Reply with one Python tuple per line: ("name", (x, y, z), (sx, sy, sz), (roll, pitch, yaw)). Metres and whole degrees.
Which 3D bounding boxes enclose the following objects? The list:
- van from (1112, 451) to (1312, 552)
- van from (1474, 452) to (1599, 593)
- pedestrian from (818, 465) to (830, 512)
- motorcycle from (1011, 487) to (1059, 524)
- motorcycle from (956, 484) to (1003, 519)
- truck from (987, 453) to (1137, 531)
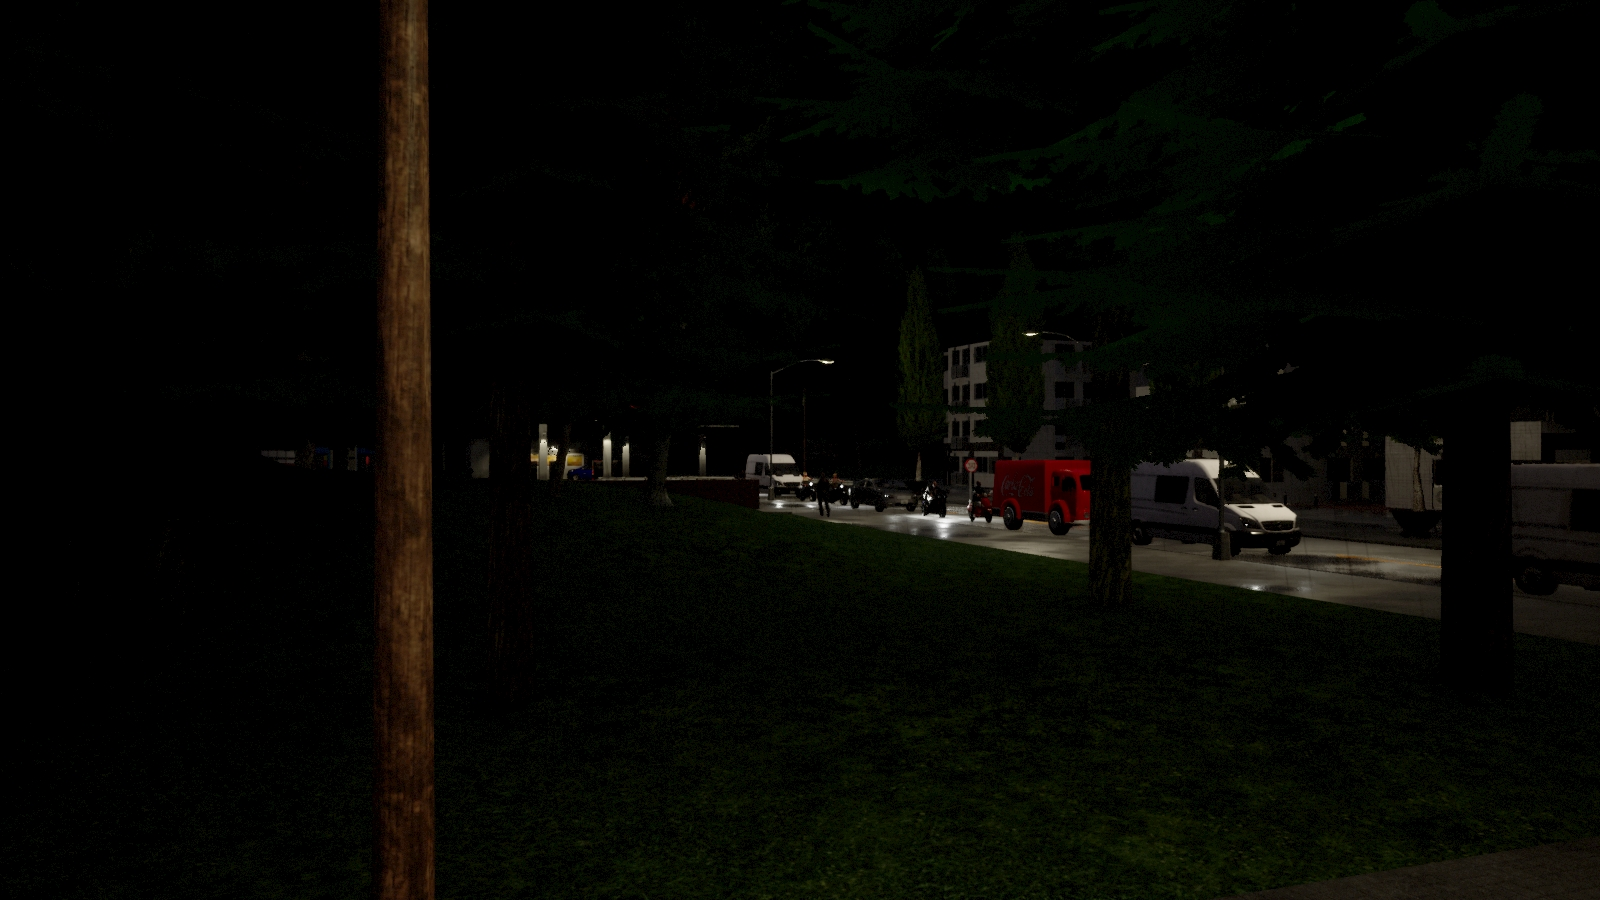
("van", (11.450, 1.324, 32.332), (1.988, 2.561, 5.915), (0, 0, -20))
("van", (15.632, 1.324, 20.775), (1.988, 2.561, 5.915), (0, 0, -20))
("pedestrian", (0.952, 1.532, 45.797), (0.375, 1.860, 0.375), (0, 0, -20))
("motorcycle", (8.397, 1.970, 40.853), (0.856, 1.236, 1.805), (0, 0, -20))
("motorcycle", (6.991, 1.993, 44.695), (0.867, 1.251, 2.209), (0, 0, -20))
("truck", (8.905, 1.356, 39.393), (2.627, 2.467, 5.204), (0, 0, -20))
